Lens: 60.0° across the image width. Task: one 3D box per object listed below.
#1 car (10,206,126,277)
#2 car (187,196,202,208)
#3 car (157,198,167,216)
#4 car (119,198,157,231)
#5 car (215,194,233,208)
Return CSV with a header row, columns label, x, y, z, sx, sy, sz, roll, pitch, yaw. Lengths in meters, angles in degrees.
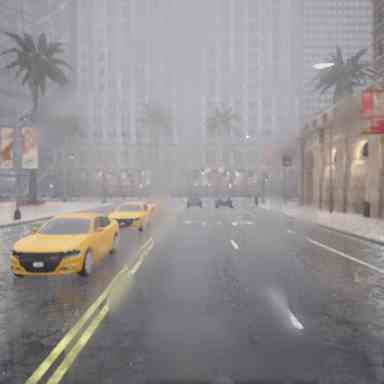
label,x,y,z,sx,sy,sz,roll,pitch,yaw
car,-3.586,1.409,10.271,1.882,1.535,5.008,0,0,0
car,0.355,1.210,42.368,2.128,1.511,4.902,0,0,1
car,-3.351,1.279,29.804,1.882,1.535,5.008,0,0,1
car,-3.508,1.347,19.580,1.882,1.535,5.008,0,0,1
car,3.987,1.072,42.231,2.097,1.767,4.553,0,0,3
